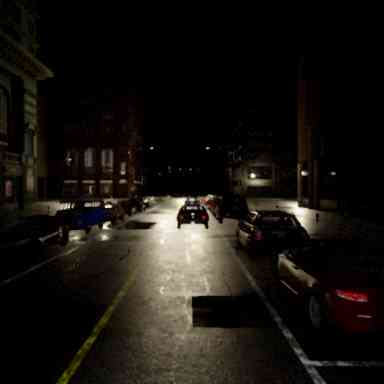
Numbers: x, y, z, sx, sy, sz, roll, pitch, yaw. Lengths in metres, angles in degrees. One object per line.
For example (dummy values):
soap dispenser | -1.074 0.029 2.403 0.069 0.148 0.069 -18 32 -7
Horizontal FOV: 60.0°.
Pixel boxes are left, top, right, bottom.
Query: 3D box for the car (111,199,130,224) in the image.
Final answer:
car | -5.826 1.366 23.133 1.752 1.417 4.829 0 0 0

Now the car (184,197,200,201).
car | 0.000 1.287 38.905 2.033 1.411 5.357 0 0 0

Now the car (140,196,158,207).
car | -5.884 1.248 45.849 2.008 1.369 4.403 0 0 0

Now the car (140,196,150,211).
car | -5.855 1.333 34.576 1.947 1.339 4.313 0 0 0

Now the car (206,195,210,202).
car | 2.683 1.117 28.963 2.192 1.841 5.009 0 0 0

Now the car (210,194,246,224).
car | 2.698 1.154 23.326 2.192 1.841 5.009 0 0 0

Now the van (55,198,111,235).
van | -5.812 1.218 17.665 1.690 1.788 3.998 0 0 0

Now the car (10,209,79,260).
car | -5.797 1.497 12.031 1.802 1.307 4.206 0 0 0

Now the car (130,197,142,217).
car | -5.840 1.385 28.940 1.802 1.307 4.206 0 0 0

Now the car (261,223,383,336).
car | 2.742 1.535 6.421 1.802 1.307 4.206 0 0 0

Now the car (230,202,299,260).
car | 2.727 1.354 12.056 1.967 1.590 4.097 0 0 0

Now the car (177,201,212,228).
car | 0.044 1.455 21.046 1.895 1.301 4.718 0 0 0

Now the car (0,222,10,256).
car | -5.783 1.505 6.393 2.008 1.369 4.403 0 0 0

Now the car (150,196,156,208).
car | -5.869 1.298 40.212 1.947 1.339 4.313 0 0 0
